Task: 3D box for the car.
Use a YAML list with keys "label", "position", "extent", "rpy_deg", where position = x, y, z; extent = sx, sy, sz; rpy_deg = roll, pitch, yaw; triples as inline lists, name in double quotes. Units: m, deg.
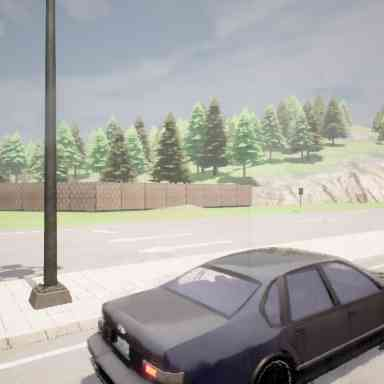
- label: "car"
  position: [1.361, 1.547, 4.717]
  extent: [5.357, 1.411, 2.033]
  rpy_deg: [0, 0, -35]
